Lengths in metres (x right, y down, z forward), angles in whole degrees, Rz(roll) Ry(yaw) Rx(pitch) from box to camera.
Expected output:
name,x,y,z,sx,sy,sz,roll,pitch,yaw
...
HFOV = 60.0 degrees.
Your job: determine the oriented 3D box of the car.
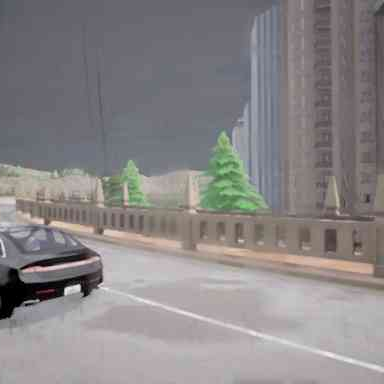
name,x,y,z,sx,sy,sz,roll,pitch,yaw
car,-3.942,1.508,7.440,4.902,1.511,2.128,0,0,41
